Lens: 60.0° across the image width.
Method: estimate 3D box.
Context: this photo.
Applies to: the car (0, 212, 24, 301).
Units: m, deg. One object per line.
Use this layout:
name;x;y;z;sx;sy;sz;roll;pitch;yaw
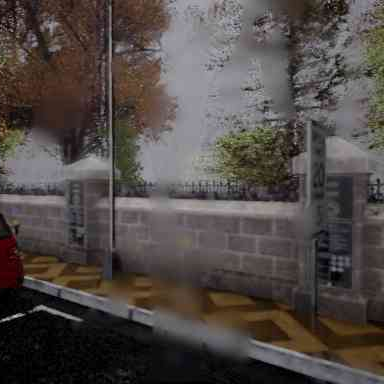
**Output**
car;-5.371;1.203;6.588;5.009;1.841;2.192;1;1;34
